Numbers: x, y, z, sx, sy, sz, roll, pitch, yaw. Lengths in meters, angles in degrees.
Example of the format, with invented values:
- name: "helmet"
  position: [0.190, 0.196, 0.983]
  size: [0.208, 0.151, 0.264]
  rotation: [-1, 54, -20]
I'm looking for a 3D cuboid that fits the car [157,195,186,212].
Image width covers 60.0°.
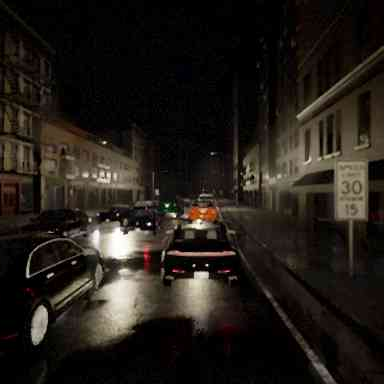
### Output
- name: "car"
  position: [-2.052, 1.326, 32.795]
  size: [2.150, 2.045, 5.566]
  rotation: [0, 0, 4]

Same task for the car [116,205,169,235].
- name: "car"
  position: [-2.698, 1.666, 19.295]
  size: [1.895, 1.301, 4.718]
  rotation: [0, 0, 2]

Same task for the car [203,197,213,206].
- name: "car"
  position: [3.029, 1.648, 61.711]
  size: [1.882, 1.535, 5.008]
  rotation: [0, 0, 4]

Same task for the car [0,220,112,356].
- name: "car"
  position: [-3.067, 1.530, 6.152]
  size: [1.837, 1.490, 4.892]
  rotation: [0, 0, 1]

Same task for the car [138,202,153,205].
- name: "car"
  position: [-5.228, 1.712, 35.825]
  size: [1.895, 1.301, 4.718]
  rotation: [0, 0, 4]

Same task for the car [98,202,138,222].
- name: "car"
  position: [-5.821, 1.684, 25.635]
  size: [1.895, 1.301, 4.718]
  rotation: [0, 0, 4]

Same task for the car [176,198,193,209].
- name: "car"
  position: [-1.014, 1.693, 49.147]
  size: [2.033, 1.411, 5.357]
  rotation: [0, 0, 4]

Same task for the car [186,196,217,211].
- name: "car"
  position: [0.899, 1.435, 26.218]
  size: [2.097, 1.767, 4.553]
  rotation: [0, 0, 3]

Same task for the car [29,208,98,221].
- name: "car"
  position: [-6.272, 1.560, 15.743]
  size: [1.837, 1.490, 4.892]
  rotation: [0, 0, 2]

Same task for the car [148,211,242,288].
- name: "car"
  position: [0.245, 1.527, 9.373]
  size: [2.128, 1.511, 4.902]
  rotation: [0, 0, 1]
